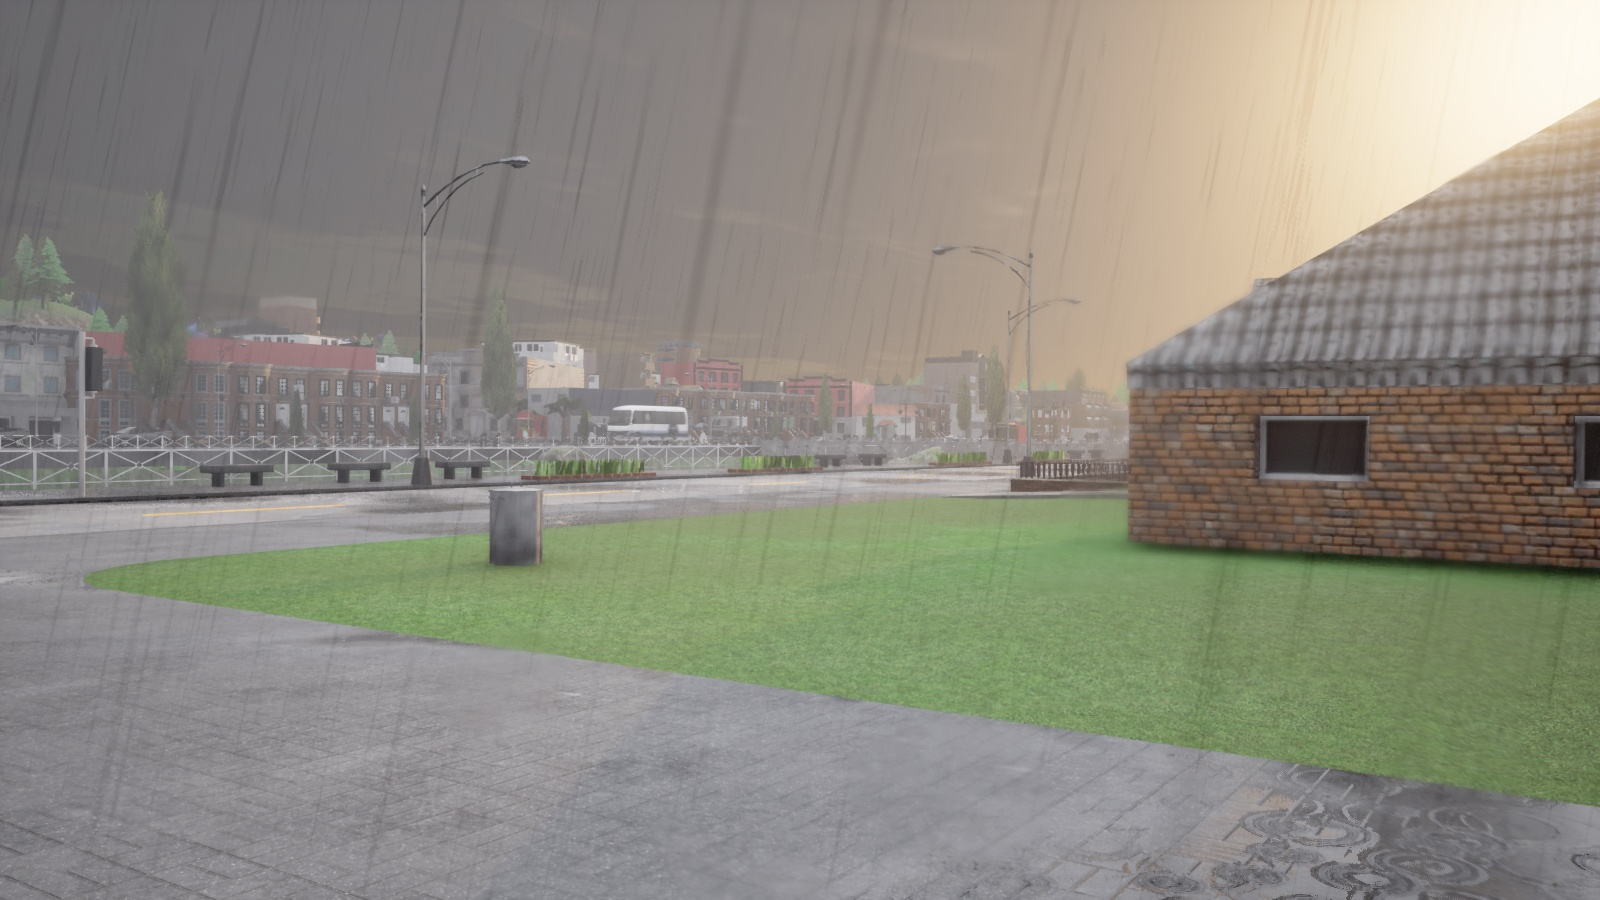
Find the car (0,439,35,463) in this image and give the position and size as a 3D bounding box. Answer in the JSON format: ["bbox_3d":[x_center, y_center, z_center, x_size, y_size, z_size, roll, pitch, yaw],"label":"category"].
[{"bbox_3d":[-52.323,0.045,81.092,2.007,1.525,4.514,0,1,34],"label":"car"}]
